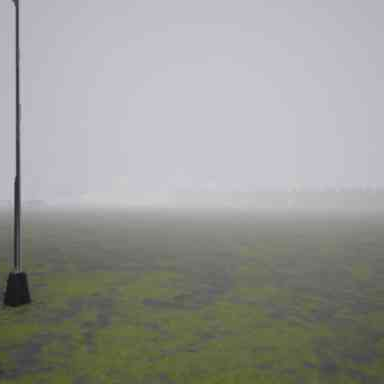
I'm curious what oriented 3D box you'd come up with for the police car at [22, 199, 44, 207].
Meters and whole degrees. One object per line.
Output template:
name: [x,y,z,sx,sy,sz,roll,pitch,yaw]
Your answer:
police car: [-34.860,2.349,72.343,1.930,1.638,5.238,0,-1,35]
